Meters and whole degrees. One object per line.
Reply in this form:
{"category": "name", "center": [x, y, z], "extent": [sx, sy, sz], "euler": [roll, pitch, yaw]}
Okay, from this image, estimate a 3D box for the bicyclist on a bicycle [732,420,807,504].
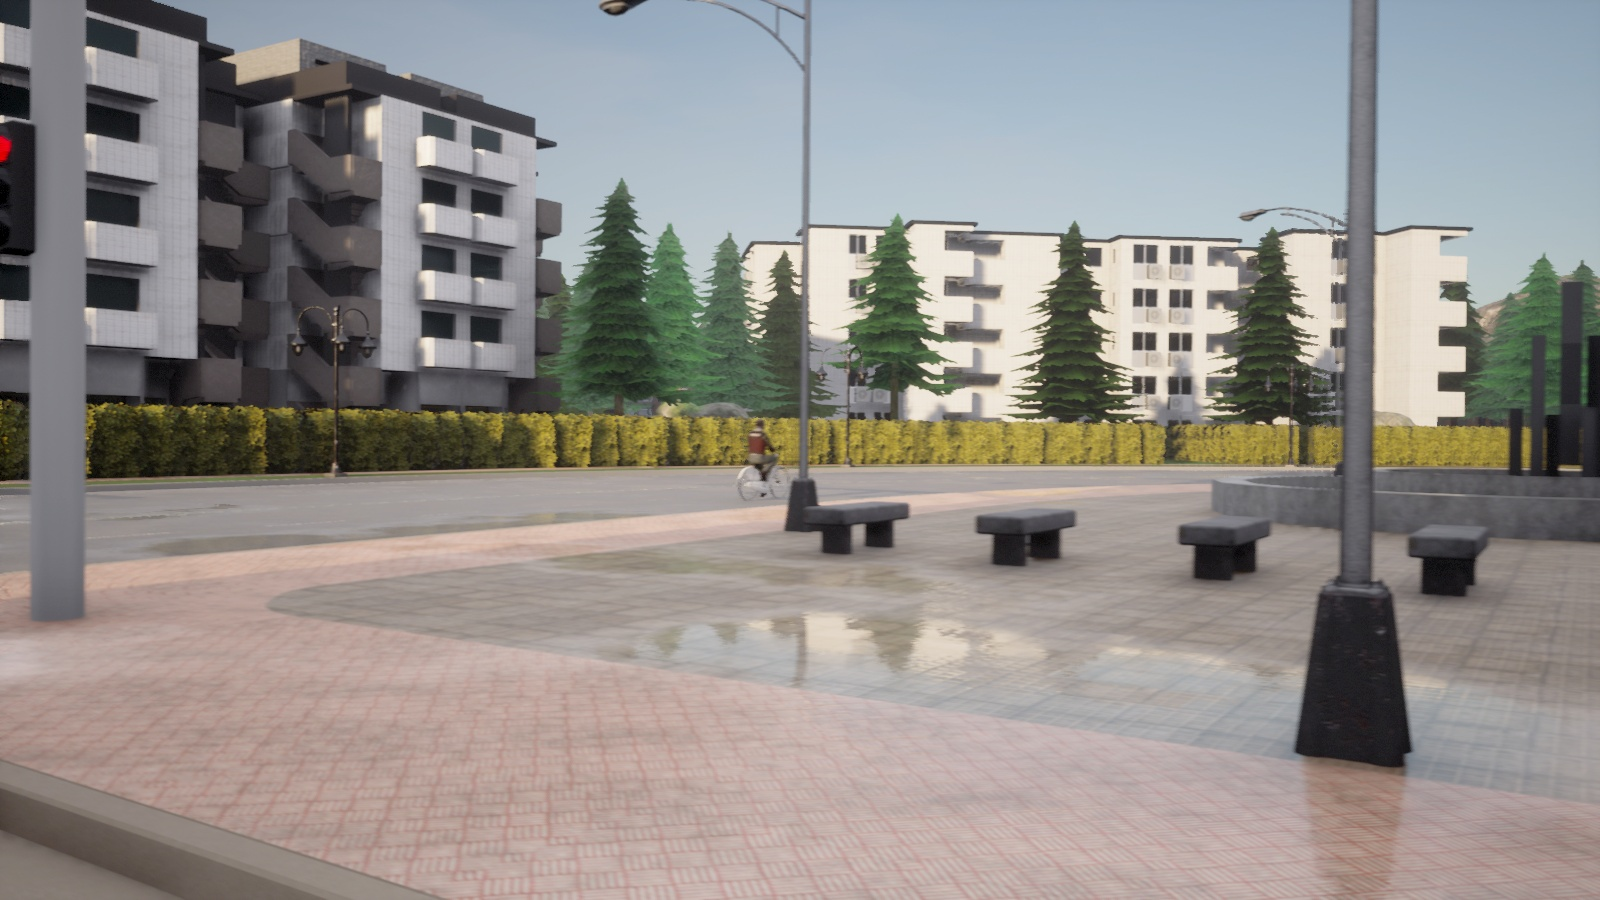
{"category": "bicyclist on a bicycle", "center": [-0.641, 0.235, 27.296], "extent": [0.659, 1.776, 1.843], "euler": [0, 1, 35]}
